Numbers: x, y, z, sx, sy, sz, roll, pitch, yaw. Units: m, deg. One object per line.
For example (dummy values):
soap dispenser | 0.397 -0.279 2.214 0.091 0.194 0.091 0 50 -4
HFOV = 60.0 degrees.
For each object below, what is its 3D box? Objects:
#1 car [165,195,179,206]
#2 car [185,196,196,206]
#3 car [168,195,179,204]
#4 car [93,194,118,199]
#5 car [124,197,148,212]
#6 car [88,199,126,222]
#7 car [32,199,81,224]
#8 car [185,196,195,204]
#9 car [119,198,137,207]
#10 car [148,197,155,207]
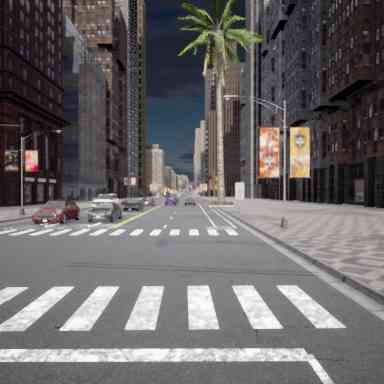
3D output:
car | -3.571 1.563 56.537 1.812 1.442 4.674 0 0 0
car | -0.319 1.585 56.139 2.033 1.411 5.357 0 0 0
car | -3.628 1.411 66.513 2.097 1.767 4.553 0 0 0
car | -10.064 1.235 38.857 2.150 2.045 5.566 0 0 0
car | -6.815 1.560 39.127 2.033 1.411 5.357 0 0 0
car | -6.742 1.530 26.194 1.812 1.442 4.674 0 0 0
car | -9.986 1.356 24.785 2.097 1.767 4.553 0 0 0
car | -0.378 1.537 66.561 1.882 1.535 5.008 0 0 0
car | -10.116 1.631 52.869 1.895 1.301 4.718 0 0 0
car | -6.867 1.518 52.108 2.128 1.511 4.902 0 0 0
